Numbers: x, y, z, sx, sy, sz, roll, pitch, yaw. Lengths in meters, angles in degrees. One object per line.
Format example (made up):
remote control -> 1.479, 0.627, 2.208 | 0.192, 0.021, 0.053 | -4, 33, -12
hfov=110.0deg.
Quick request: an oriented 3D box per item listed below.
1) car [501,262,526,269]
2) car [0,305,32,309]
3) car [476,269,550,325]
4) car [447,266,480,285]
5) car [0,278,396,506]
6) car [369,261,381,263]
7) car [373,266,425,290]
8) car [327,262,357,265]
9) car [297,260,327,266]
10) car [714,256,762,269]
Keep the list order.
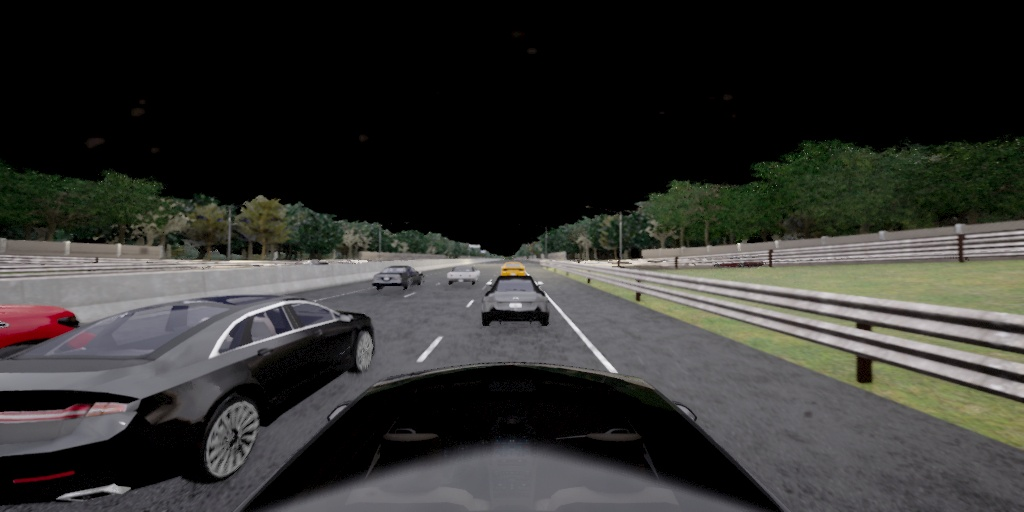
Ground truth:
car -> 0.093, 1.229, 29.495 | 1.882, 1.535, 5.008 | 0, 0, 0
car -> -6.900, 0.971, 2.587 | 2.150, 2.045, 5.566 | 0, 0, 0
car -> 0.097, 1.310, 11.765 | 1.994, 1.385, 4.181 | 0, 0, 0
car -> -3.407, 1.350, 26.127 | 1.895, 1.301, 4.718 | 0, 0, 0
car -> -3.401, 1.240, 4.621 | 2.128, 1.511, 4.902 | 0, 0, 0
car -> -17.592, 1.338, 46.051 | 1.994, 1.385, 4.181 | 0, 0, 0
car -> -6.906, 1.294, 22.253 | 2.033, 1.411, 5.357 | 0, 0, 0
car -> -21.095, 1.374, 45.751 | 1.895, 1.301, 4.718 | 0, 0, 0
car -> -24.594, 1.262, 44.372 | 2.128, 1.511, 4.902 | 0, 0, 0
car -> 23.512, 0.625, 37.455 | 1.812, 1.442, 4.674 | 0, -3, -17
